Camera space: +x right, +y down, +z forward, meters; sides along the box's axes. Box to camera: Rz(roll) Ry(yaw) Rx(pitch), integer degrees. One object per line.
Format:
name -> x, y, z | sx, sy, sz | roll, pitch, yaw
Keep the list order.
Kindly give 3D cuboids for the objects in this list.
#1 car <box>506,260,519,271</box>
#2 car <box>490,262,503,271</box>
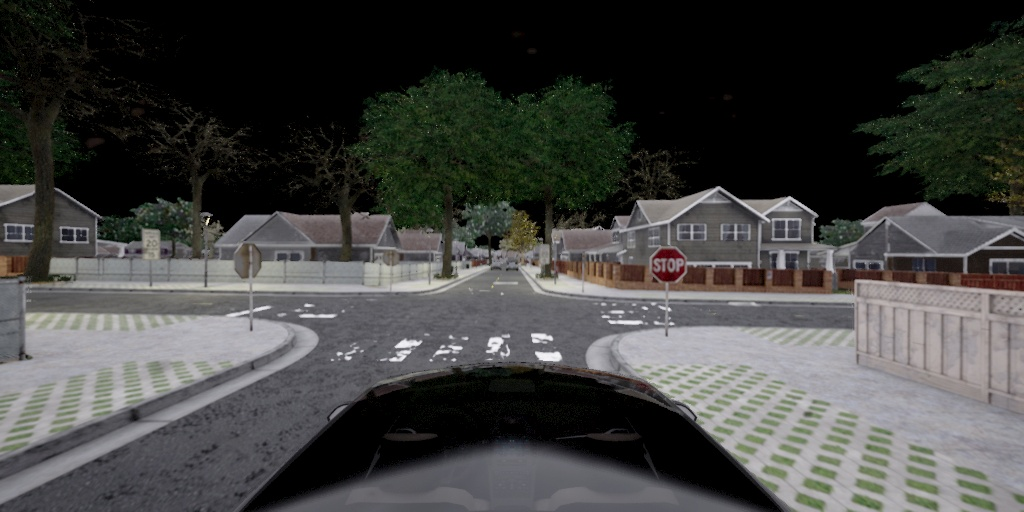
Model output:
car -> 0.035, 1.745, 57.493 | 1.994, 1.385, 4.181 | 0, -1, 0
car -> -2.713, 1.729, 62.093 | 1.837, 1.490, 4.892 | 0, -1, 0
